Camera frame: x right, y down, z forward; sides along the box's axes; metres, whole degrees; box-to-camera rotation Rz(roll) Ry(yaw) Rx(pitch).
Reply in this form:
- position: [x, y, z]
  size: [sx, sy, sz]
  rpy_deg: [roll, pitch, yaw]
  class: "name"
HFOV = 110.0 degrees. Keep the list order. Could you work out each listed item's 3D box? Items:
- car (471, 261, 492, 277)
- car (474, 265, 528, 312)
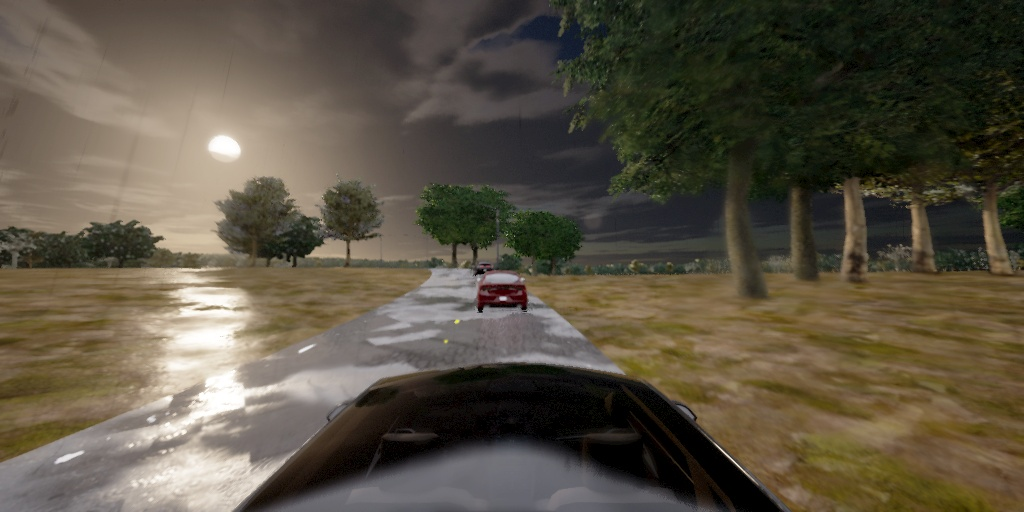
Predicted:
- position: [-2.827, 1.267, 34.880]
  size: [1.837, 1.490, 4.892]
  rpy_deg: [0, -4, -10]
  class: "car"
- position: [-0.464, 1.342, 15.054]
  size: [1.882, 1.535, 5.008]
  rpy_deg: [0, 0, -4]
  class: "car"
